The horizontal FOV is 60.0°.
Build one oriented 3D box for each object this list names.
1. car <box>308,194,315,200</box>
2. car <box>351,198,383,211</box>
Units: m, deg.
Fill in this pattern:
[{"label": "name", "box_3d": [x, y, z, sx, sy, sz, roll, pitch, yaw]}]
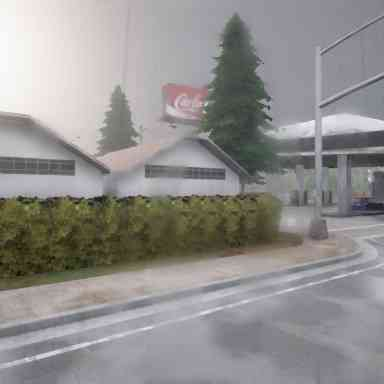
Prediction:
[{"label": "car", "box_3d": [31.789, 1.330, 88.849, 2.152, 1.636, 5.027, 0, 0, -36]}, {"label": "car", "box_3d": [20.782, 1.480, 39.342, 4.611, 1.667, 2.242, 0, 0, -36]}]
